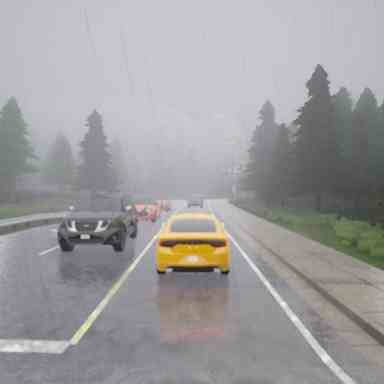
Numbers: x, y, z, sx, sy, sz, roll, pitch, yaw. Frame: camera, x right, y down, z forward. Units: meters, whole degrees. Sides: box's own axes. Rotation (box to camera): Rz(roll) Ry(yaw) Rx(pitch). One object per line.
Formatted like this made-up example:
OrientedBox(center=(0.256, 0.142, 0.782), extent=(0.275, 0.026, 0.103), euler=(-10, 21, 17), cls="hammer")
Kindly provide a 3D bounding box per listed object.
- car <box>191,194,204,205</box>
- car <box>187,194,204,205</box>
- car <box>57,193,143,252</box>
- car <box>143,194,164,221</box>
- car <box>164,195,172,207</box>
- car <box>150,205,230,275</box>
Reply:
OrientedBox(center=(0.835, 1.088, 51.148), extent=(1.837, 1.490, 4.892), euler=(0, 0, 2), cls="car")
OrientedBox(center=(0.406, 1.212, 40.758), extent=(2.033, 1.411, 5.357), euler=(0, 0, 2), cls="car")
OrientedBox(center=(-3.568, 1.098, 13.689), extent=(2.150, 2.045, 5.566), euler=(0, 0, -1), cls="car")
OrientedBox(center=(-3.482, 1.147, 23.983), extent=(2.097, 1.767, 4.553), euler=(0, 0, 1), cls="car")
OrientedBox(center=(-3.297, 1.067, 34.233), extent=(2.097, 1.767, 4.553), euler=(0, 0, 2), cls="car")
OrientedBox(center=(0.034, 1.383, 10.199), extent=(1.882, 1.535, 5.008), euler=(0, 0, 0), cls="car")
